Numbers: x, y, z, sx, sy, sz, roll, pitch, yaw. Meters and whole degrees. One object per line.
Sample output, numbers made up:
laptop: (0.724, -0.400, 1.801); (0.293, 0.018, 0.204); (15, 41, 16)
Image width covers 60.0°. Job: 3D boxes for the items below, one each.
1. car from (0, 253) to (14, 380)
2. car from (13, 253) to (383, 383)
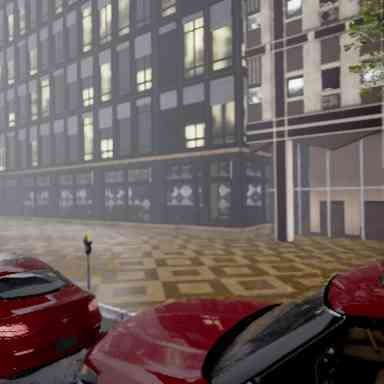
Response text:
car: (-3.137, 1.607, 5.051); (4.206, 1.307, 1.802); (0, -1, 35)
car: (1.448, 1.314, 1.747); (5.009, 1.841, 2.192); (0, -1, 35)
